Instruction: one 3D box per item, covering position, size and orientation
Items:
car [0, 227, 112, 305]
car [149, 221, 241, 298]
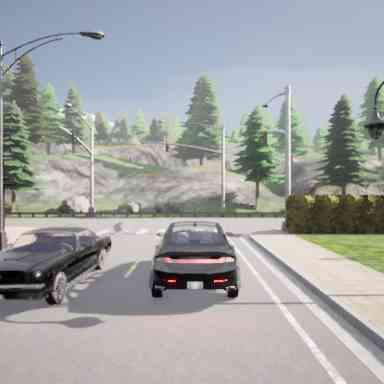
[{"bbox_3d":[-3.491,1.598,8.248,1.895,1.301,4.718,0,0,2],"label":"car"},{"bbox_3d":[0.074,1.488,8.493,2.128,1.511,4.902,0,0,0],"label":"car"}]
